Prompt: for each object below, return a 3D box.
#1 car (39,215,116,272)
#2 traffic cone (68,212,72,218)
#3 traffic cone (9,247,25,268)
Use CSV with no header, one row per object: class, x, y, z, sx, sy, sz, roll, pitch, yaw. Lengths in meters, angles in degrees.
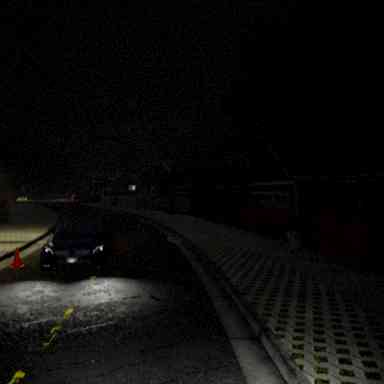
car,-3.551,1.529,11.056,1.812,1.442,4.674,0,0,-10
traffic cone,-8.781,1.962,24.113,0.340,0.580,0.340,0,0,-19
traffic cone,-5.271,1.959,10.024,0.340,0.580,0.340,0,0,-9
